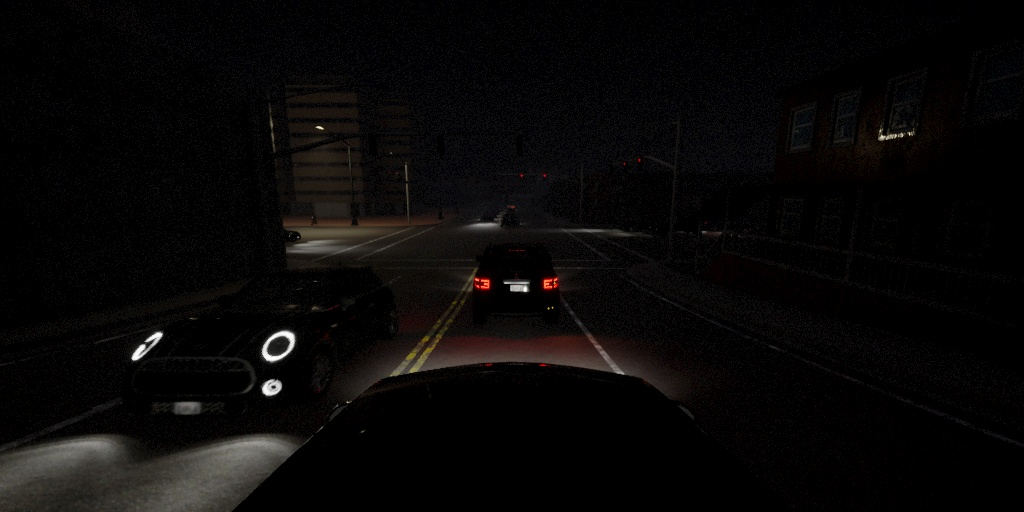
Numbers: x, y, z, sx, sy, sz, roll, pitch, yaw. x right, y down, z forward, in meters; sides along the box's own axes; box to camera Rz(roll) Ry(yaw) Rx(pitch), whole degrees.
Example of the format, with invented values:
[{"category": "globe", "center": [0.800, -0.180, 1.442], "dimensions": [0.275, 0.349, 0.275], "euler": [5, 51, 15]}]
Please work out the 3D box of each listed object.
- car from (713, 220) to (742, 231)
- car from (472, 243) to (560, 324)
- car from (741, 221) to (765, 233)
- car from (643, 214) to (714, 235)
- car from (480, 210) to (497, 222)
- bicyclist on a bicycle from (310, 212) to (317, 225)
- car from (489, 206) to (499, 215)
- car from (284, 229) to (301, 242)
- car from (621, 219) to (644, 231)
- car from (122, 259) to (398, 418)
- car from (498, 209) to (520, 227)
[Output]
[{"category": "car", "center": [23.853, -3.550, 40.092], "dimensions": [4.674, 1.442, 1.812], "euler": [0, 10, 0]}, {"category": "car", "center": [0.068, 0.605, 10.697], "dimensions": [2.150, 2.045, 5.566], "euler": [0, 4, -1]}, {"category": "car", "center": [26.691, -2.959, 36.642], "dimensions": [4.674, 1.442, 1.812], "euler": [0, 10, 0]}, {"category": "car", "center": [16.896, -3.265, 36.610], "dimensions": [5.566, 2.045, 2.150], "euler": [0, 10, 0]}, {"category": "car", "center": [-3.698, -5.862, 54.075], "dimensions": [1.895, 1.301, 4.718], "euler": [0, 10, 0]}, {"category": "bicyclist on a bicycle", "center": [-25.353, -4.769, 45.819], "dimensions": [0.582, 1.620, 1.656], "euler": [0, 10, 0]}, {"category": "car", "center": [-3.690, -7.428, 62.823], "dimensions": [1.812, 1.442, 4.674], "euler": [0, 10, 0]}, {"category": "car", "center": [-20.090, -1.796, 29.590], "dimensions": [4.892, 1.490, 1.837], "euler": [0, 10, 0]}, {"category": "car", "center": [14.775, -3.482, 40.138], "dimensions": [4.718, 1.301, 1.895], "euler": [0, 10, 0]}, {"category": "car", "center": [-3.620, 1.007, 6.204], "dimensions": [2.097, 1.767, 4.553], "euler": [0, 2, 0]}, {"category": "car", "center": [-0.167, -4.769, 46.176], "dimensions": [2.097, 1.767, 4.553], "euler": [1, 10, 4]}]
